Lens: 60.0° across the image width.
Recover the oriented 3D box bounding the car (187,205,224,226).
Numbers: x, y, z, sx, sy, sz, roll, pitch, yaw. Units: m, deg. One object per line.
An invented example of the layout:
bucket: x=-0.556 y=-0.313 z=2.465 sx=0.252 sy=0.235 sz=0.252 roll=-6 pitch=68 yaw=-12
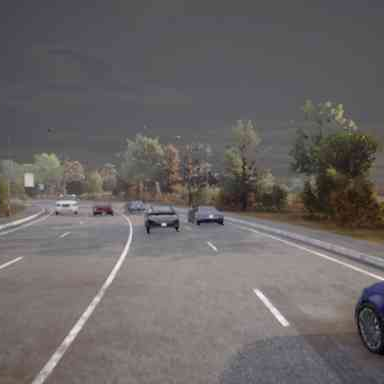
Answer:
car: x=0.880 y=1.588 z=23.972 sx=1.994 sy=1.385 sz=4.181 roll=0 pitch=0 yaw=-11

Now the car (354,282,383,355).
car: x=3.409 y=1.517 z=3.114 sx=1.812 sy=1.442 sz=4.674 roll=0 pitch=0 yaw=-1

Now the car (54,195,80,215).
car: x=-13.050 y=1.284 z=34.836 sx=2.150 sy=2.045 sz=5.566 roll=0 pitch=0 yaw=-18

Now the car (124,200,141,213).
car: x=-6.500 y=1.603 z=37.794 sx=2.033 sy=1.411 sz=5.357 roll=0 pitch=0 yaw=-19

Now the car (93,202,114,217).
car: x=-8.628 y=1.653 z=32.331 sx=1.895 sy=1.301 sz=4.718 roll=0 pitch=0 yaw=-17

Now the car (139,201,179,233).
car: x=-1.921 y=1.517 z=20.074 sx=2.128 sy=1.511 sz=4.902 roll=0 pitch=0 yaw=-10
